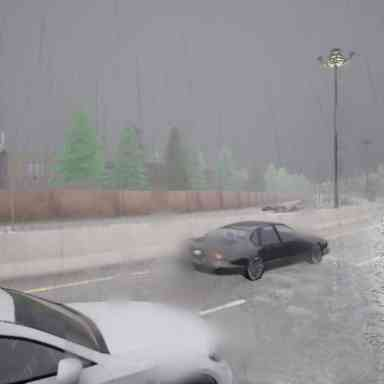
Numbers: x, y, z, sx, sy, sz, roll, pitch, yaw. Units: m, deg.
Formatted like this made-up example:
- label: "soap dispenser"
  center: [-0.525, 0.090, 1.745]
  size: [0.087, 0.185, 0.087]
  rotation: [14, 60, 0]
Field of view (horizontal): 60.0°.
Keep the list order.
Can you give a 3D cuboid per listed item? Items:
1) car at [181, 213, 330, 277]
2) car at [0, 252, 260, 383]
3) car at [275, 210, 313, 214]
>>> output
- label: "car"
  center: [2.062, 1.590, 10.012]
  size: [5.357, 1.411, 2.033]
  rotation: [0, 0, -40]
- label: "car"
  center: [-1.795, 1.539, 2.638]
  size: [4.674, 1.442, 1.812]
  rotation: [0, 0, -35]
- label: "car"
  center: [8.400, 1.709, 26.403]
  size: [1.895, 1.301, 4.718]
  rotation: [0, 0, 40]
